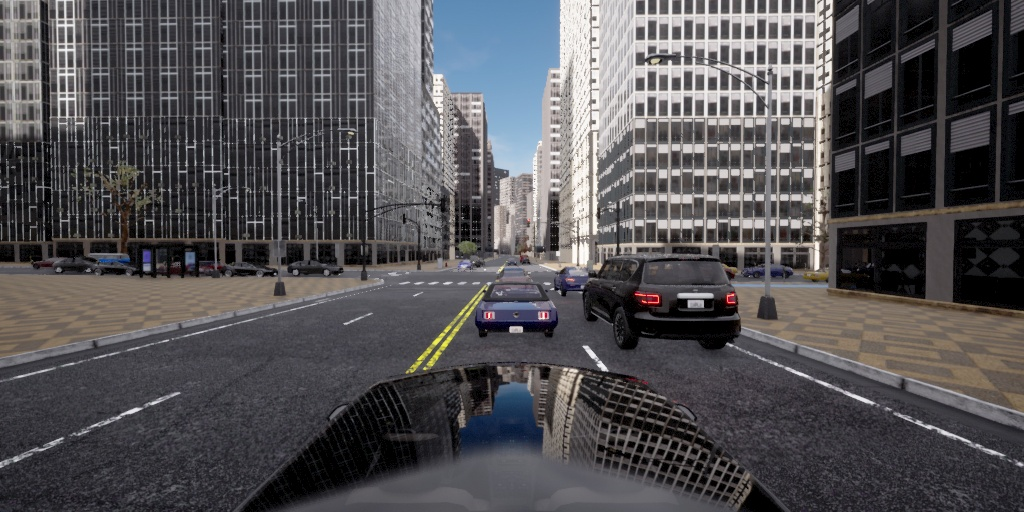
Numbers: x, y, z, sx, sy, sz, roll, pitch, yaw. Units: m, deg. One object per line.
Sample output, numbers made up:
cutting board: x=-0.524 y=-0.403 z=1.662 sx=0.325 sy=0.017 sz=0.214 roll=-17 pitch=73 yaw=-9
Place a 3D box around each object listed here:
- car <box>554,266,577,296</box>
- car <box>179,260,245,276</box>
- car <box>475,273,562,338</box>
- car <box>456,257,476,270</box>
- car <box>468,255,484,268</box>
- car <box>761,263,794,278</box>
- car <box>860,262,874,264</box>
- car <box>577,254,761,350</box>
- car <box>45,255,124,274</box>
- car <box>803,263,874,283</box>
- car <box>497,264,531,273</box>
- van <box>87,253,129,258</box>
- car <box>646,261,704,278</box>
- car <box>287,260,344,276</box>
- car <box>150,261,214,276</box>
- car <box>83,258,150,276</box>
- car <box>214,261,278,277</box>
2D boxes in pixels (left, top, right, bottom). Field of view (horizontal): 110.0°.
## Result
car: x=3.336 y=1.267 z=18.924 sx=1.812 sy=1.442 sz=4.674 roll=0 pitch=0 yaw=0
car: x=-28.346 y=1.114 z=33.993 sx=4.718 sy=1.301 sz=1.895 roll=1 pitch=1 yaw=1
car: x=0.095 y=1.347 z=10.194 sx=1.895 sy=1.301 sz=4.718 roll=0 pitch=0 yaw=0
car: x=-6.630 y=1.241 z=51.221 sx=1.812 sy=1.442 sz=4.674 roll=0 pitch=0 yaw=-2
car: x=-6.623 y=0.925 z=61.183 sx=2.150 sy=2.045 sz=5.566 roll=0 pitch=0 yaw=0
car: x=25.805 y=1.471 z=36.305 sx=4.674 sy=1.442 sz=1.812 roll=1 pitch=1 yaw=1
car: x=35.906 y=1.385 z=36.123 sx=4.553 sy=1.767 sz=2.097 roll=0 pitch=1 yaw=1
car: x=3.345 y=0.968 z=9.233 sx=2.150 sy=2.045 sz=5.566 roll=0 pitch=0 yaw=0
car: x=-40.762 y=0.906 z=34.245 sx=4.892 sy=1.490 sz=1.837 roll=0 pitch=1 yaw=1
car: x=27.618 y=1.579 z=30.493 sx=4.829 sy=1.417 sz=1.751 roll=0 pitch=0 yaw=1
car: x=0.088 y=1.305 z=18.931 sx=1.994 sy=1.385 sz=4.181 roll=0 pitch=0 yaw=0
van: x=-45.319 y=0.605 z=40.124 sx=3.998 sy=1.789 sz=1.690 roll=0 pitch=0 yaw=1
car: x=16.492 y=1.341 z=36.454 sx=5.008 sy=1.535 sz=1.882 roll=1 pitch=1 yaw=1
car: x=-18.464 y=1.108 z=33.798 sx=4.892 sy=1.490 sz=1.837 roll=1 pitch=1 yaw=1
car: x=-28.440 y=1.138 z=31.305 sx=4.207 sy=1.307 sz=1.802 roll=0 pitch=0 yaw=1
car: x=-34.121 y=1.069 z=31.473 sx=4.313 sy=1.339 sz=1.948 roll=0 pitch=0 yaw=1
car: x=-22.756 y=1.174 z=31.176 sx=4.313 sy=1.339 sz=1.948 roll=0 pitch=0 yaw=1
